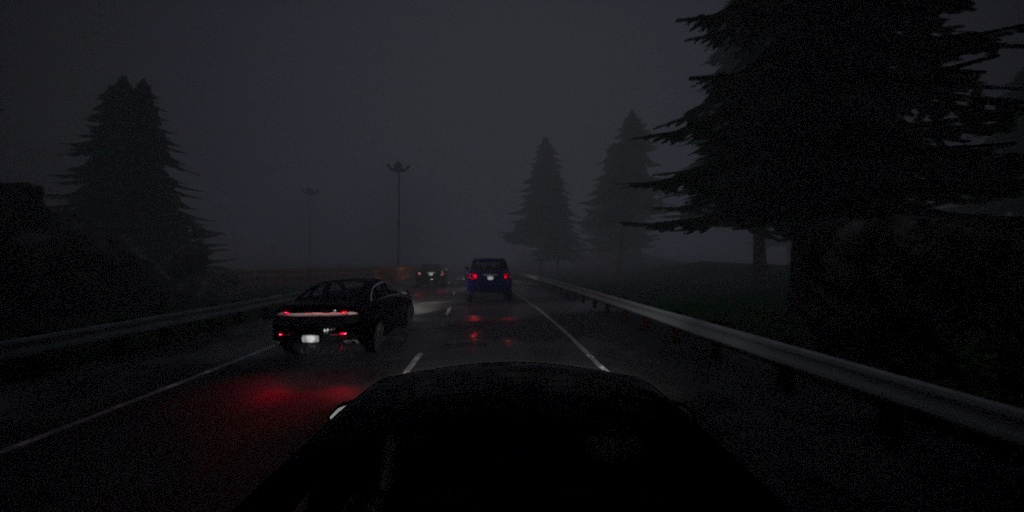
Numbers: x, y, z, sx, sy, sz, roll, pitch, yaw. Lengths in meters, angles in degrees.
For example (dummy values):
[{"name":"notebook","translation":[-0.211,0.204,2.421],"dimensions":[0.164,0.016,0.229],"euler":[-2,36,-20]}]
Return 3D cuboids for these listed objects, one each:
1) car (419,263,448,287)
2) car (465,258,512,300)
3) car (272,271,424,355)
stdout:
[{"name":"car","translation":[-5.932,1.321,26.996],"dimensions":[2.097,1.767,4.553],"euler":[0,0,-8]},{"name":"car","translation":[-1.285,1.117,18.872],"dimensions":[2.150,2.045,5.566],"euler":[0,-1,-7]},{"name":"car","translation":[-3.800,1.306,8.925],"dimensions":[2.128,1.511,4.902],"euler":[0,0,-3]}]
